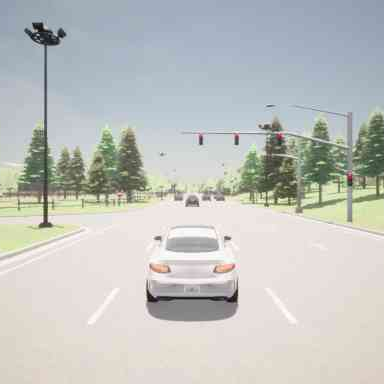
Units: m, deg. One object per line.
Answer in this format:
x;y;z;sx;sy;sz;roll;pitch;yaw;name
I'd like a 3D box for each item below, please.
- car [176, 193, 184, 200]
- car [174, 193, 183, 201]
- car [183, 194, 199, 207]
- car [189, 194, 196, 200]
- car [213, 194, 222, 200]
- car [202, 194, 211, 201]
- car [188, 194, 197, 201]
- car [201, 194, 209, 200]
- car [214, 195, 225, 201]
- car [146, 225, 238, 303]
-3.366;1.187;93.017;2.097;1.767;4.553;0;0;0;car
-3.380;1.544;83.010;1.994;1.385;4.181;0;0;0;car
0.075;1.352;51.979;2.097;1.767;4.553;0;0;0;car
0.134;1.332;93.042;1.837;1.490;4.892;0;0;0;car
7.134;1.385;93.032;1.994;1.385;4.181;0;0;0;car
3.620;1.348;83.004;2.097;1.767;4.553;0;0;0;car
0.120;1.348;83.009;2.097;1.767;4.553;0;0;0;car
3.634;1.372;93.037;2.033;1.411;5.357;0;0;0;car
7.119;1.517;82.612;2.128;1.511;4.902;0;0;0;car
0.018;1.526;8.106;1.812;1.442;4.674;0;0;0;car
